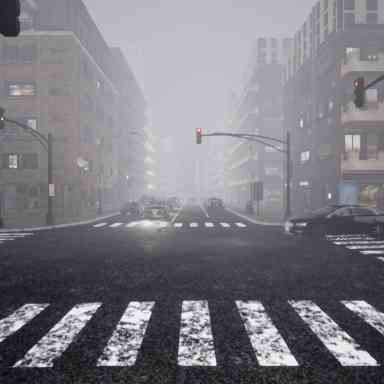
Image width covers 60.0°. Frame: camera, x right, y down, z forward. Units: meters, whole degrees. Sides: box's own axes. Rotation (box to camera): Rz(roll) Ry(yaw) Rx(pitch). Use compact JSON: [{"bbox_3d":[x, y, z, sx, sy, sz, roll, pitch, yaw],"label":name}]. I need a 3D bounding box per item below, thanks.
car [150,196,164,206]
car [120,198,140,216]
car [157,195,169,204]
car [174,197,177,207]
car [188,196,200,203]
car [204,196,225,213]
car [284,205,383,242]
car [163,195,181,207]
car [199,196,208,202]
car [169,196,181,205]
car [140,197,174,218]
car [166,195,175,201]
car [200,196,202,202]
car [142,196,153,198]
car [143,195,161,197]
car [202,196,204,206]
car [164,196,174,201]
[{"bbox_3d":[-5.721,1.457,54.900,1.967,1.590,4.097,0,0,0],"label":"car"},{"bbox_3d":[-5.708,1.572,32.170,1.947,1.339,4.313,0,0,0],"label":"car"},{"bbox_3d":[-5.728,1.465,66.265,1.967,1.590,4.097,0,0,0],"label":"car"},{"bbox_3d":[-3.121,1.610,39.901,1.895,1.301,4.718,0,0,0],"label":"car"},{"bbox_3d":[0.003,1.539,70.587,2.128,1.511,4.902,0,0,0],"label":"car"},{"bbox_3d":[2.669,1.449,37.859,1.967,1.590,4.097,0,0,0],"label":"car"},{"bbox_3d":[6.661,1.340,15.192,4.902,1.511,2.128,-1,0,-9],"label":"car"},{"bbox_3d":[-3.117,1.578,49.879,1.994,1.385,4.181,0,0,0],"label":"car"},{"bbox_3d":[2.645,1.585,77.636,2.008,1.369,4.403,0,0,0],"label":"car"},{"bbox_3d":[-3.080,1.498,59.889,1.882,1.535,5.008,0,0,0],"label":"car"},{"bbox_3d":[-3.108,1.498,30.602,2.128,1.511,4.902,0,0,1],"label":"car"},{"bbox_3d":[-5.742,1.595,88.994,2.008,1.369,4.403,0,0,0],"label":"car"},{"bbox_3d":[2.659,1.599,54.907,1.802,1.307,4.206,0,0,0],"label":"car"},{"bbox_3d":[-5.711,1.534,37.683,1.752,1.417,4.829,0,0,0],"label":"car"},{"bbox_3d":[-5.715,1.326,43.535,2.192,1.841,5.009,0,0,0],"label":"car"},{"bbox_3d":[2.665,1.451,43.542,1.967,1.590,4.097,0,0,0],"label":"car"},{"bbox_3d":[-5.739,1.590,83.311,2.008,1.369,4.403,0,0,0],"label":"car"}]
